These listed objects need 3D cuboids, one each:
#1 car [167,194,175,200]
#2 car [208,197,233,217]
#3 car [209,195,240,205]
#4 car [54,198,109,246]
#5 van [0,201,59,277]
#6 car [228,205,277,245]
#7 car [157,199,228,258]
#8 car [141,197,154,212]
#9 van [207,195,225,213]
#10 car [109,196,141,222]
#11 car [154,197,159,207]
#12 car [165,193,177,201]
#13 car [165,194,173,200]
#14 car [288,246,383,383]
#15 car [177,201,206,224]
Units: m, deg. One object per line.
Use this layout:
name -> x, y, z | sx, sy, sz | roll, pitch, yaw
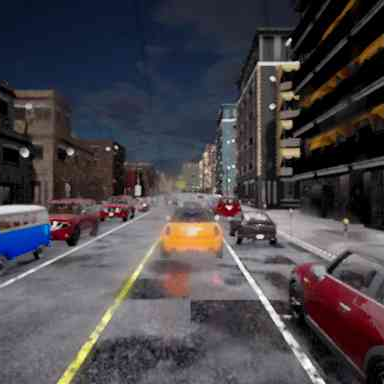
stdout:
car -> -5.839, 1.326, 91.332 | 1.887, 1.381, 4.507 | 1, 0, 0
car -> 2.649, 1.367, 31.480 | 1.967, 1.590, 4.097 | 1, 0, 0
car -> 2.661, 1.255, 26.073 | 2.192, 1.841, 5.009 | 1, 0, 0
car -> -5.699, 1.280, 15.251 | 2.192, 1.841, 5.009 | 1, 0, 0
van -> -5.690, 1.319, 9.844 | 1.690, 1.788, 3.998 | 1, 0, 0
car -> 2.676, 1.516, 15.259 | 2.008, 1.369, 4.403 | 1, 0, 0
car -> 0.023, 1.322, 12.815 | 2.097, 1.767, 4.553 | 0, 0, 0
car -> -5.740, 1.354, 36.880 | 1.967, 1.590, 4.097 | 1, 0, 0
van -> 2.642, 1.255, 36.887 | 1.690, 1.788, 3.998 | 1, 0, 0
car -> -5.719, 1.255, 26.065 | 2.192, 1.841, 5.009 | 1, 0, 0
car -> -5.762, 1.439, 47.695 | 2.008, 1.369, 4.403 | 1, 0, 0
car -> -3.137, 1.373, 50.706 | 2.128, 1.511, 4.902 | 0, 0, 0
car -> -5.905, 1.340, 85.650 | 1.887, 1.381, 4.507 | 1, 0, 0
car -> 2.697, 1.430, 4.445 | 1.967, 1.590, 4.097 | 1, 0, 0
car -> -0.022, 1.488, 25.713 | 2.033, 1.411, 5.357 | 0, 0, 0
